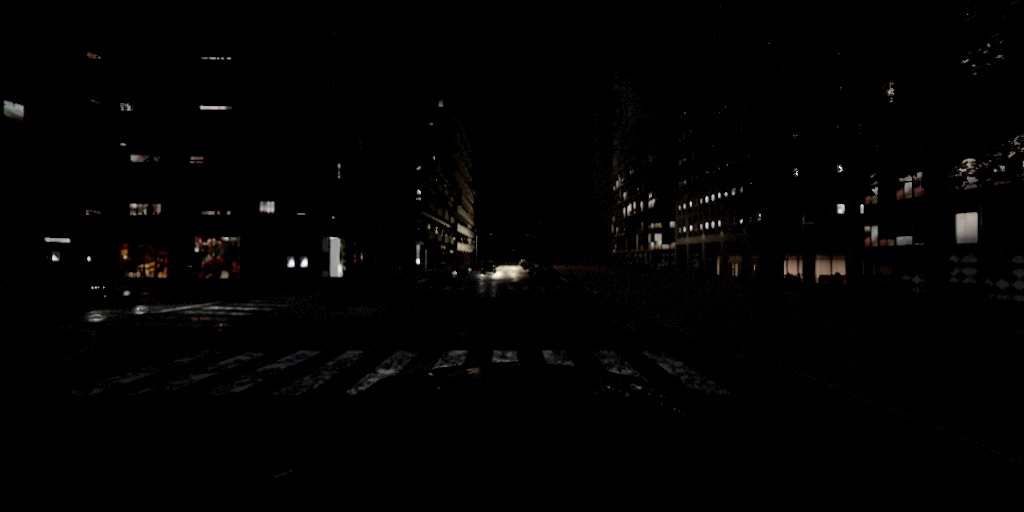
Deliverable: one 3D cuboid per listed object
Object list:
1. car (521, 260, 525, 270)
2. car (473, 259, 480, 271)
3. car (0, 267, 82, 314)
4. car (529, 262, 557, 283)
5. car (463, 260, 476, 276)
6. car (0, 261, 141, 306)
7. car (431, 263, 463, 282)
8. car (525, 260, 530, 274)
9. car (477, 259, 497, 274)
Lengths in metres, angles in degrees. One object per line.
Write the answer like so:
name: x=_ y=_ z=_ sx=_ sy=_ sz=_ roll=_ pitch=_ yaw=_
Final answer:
car: x=2.788 y=1.648 z=57.809 sx=1.802 sy=1.307 sz=4.207 roll=0 pitch=0 yaw=0
car: x=-5.602 y=1.472 z=52.292 sx=1.967 sy=1.591 sz=4.097 roll=0 pitch=0 yaw=0
car: x=-16.419 y=1.135 z=10.765 sx=4.403 sy=1.370 sz=2.007 roll=0 pitch=0 yaw=0
car: x=2.740 y=1.445 z=30.147 sx=1.888 sy=1.381 sz=4.507 roll=0 pitch=0 yaw=0
car: x=-5.621 y=1.515 z=41.227 sx=2.007 sy=1.370 sz=4.403 roll=0 pitch=0 yaw=0
car: x=-16.833 y=1.084 z=13.357 sx=4.902 sy=1.511 sz=2.128 roll=1 pitch=0 yaw=-1
car: x=-5.640 y=1.451 z=30.161 sx=2.007 sy=1.370 sz=4.403 roll=0 pitch=0 yaw=0
car: x=2.759 y=1.490 z=41.382 sx=1.751 sy=1.417 sz=4.829 roll=0 pitch=0 yaw=0
car: x=-2.926 y=1.510 z=45.355 sx=1.837 sy=1.490 sz=4.892 roll=0 pitch=0 yaw=0
